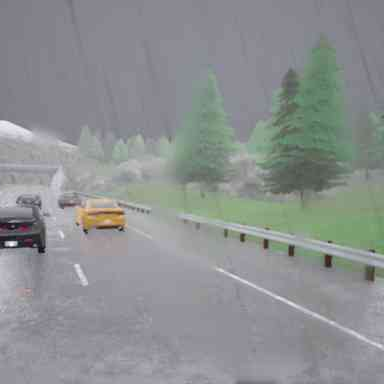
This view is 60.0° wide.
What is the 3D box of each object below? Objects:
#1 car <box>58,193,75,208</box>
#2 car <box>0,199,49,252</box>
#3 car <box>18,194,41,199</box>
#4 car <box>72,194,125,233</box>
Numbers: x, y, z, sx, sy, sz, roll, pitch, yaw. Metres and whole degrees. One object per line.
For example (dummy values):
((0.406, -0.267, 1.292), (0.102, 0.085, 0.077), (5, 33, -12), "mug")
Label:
((-11.924, 0.819, 32.409), (1.994, 1.385, 4.181), (1, 1, -25), "car")
((-6.266, 1.198, 11.889), (1.837, 1.490, 4.892), (1, 1, -25), "car")
((-14.448, 0.856, 29.536), (1.895, 1.301, 4.718), (1, 1, -25), "car")
((-4.805, 1.113, 17.072), (1.882, 1.535, 5.008), (1, 1, -25), "car")
